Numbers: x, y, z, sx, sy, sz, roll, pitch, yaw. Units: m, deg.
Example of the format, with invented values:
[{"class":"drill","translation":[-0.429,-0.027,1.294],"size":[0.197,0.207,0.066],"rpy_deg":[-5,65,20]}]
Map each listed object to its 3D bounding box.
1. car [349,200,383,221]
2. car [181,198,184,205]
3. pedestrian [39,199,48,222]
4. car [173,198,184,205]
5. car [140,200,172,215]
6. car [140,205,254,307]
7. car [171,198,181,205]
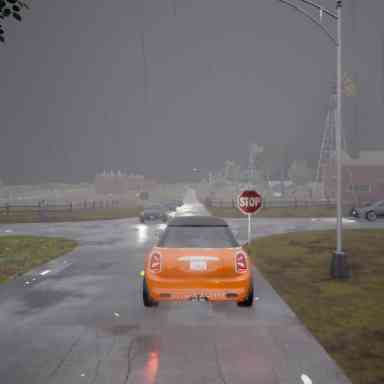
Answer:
[{"class":"car","translation":[13.563,1.267,23.823],"size":[4.181,1.385,1.994],"rpy_deg":[-1,1,-1]},{"class":"car","translation":[-2.695,1.730,51.996],"size":[1.994,1.385,4.181],"rpy_deg":[0,-1,0]},{"class":"pedestrian","translation":[-12.086,1.466,27.030],"size":[0.375,1.860,0.375],"rpy_deg":[0,2,0]},{"class":"car","translation":[-2.624,1.848,65.317],"size":[2.033,1.411,5.357],"rpy_deg":[0,-1,1]},{"class":"car","translation":[-2.783,1.538,25.469],"size":[1.837,1.490,4.892],"rpy_deg":[0,-1,0]},{"class":"car","translation":[0.120,1.354,8.151],"size":[2.097,1.767,4.553],"rpy_deg":[0,0,0]},{"class":"car","translation":[-2.750,1.629,39.730],"size":[2.033,1.411,5.357],"rpy_deg":[0,0,0]}]
